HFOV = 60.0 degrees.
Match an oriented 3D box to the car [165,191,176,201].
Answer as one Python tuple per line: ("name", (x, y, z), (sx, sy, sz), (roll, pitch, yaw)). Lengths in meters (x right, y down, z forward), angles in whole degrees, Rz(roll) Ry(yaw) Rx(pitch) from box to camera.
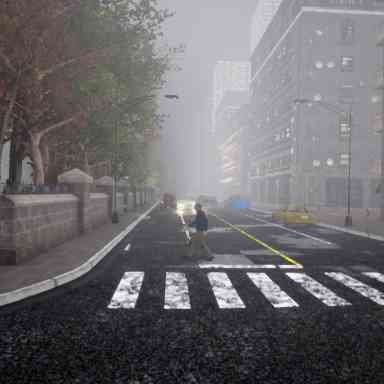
("car", (-4.655, 0.833, 71.458), (2.192, 1.841, 5.009), (1, 0, -3))

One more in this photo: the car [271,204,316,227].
("car", (6.662, 1.470, 22.371), (1.752, 1.417, 4.829), (1, 0, -3))

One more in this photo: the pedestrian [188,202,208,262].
("pedestrian", (0.186, 1.177, 10.051), (0.375, 1.860, 0.375), (1, 0, -3))

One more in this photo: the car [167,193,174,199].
("car", (-5.651, 0.999, 88.045), (1.947, 1.339, 4.313), (1, 0, -3))

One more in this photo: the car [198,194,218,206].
("car", (2.543, 1.245, 47.874), (2.128, 1.511, 4.902), (1, 0, -3))

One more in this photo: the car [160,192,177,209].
("car", (-2.679, 1.139, 38.286), (1.967, 1.590, 4.097), (1, 0, -3))

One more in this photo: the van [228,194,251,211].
("van", (5.687, 1.192, 38.788), (1.690, 1.788, 3.998), (1, 0, -3))

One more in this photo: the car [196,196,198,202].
("car", (1.862, 1.217, 59.248), (1.812, 1.442, 4.674), (1, 0, -3))

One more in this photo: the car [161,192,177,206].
("car", (-3.336, 0.953, 49.343), (2.192, 1.841, 5.009), (1, 0, -3))

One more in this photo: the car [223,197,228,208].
("car", (5.355, 1.261, 44.317), (1.967, 1.590, 4.097), (1, 0, -3))

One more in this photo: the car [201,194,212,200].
("car", (3.373, 1.193, 77.490), (2.008, 1.369, 4.403), (1, 0, -3))
